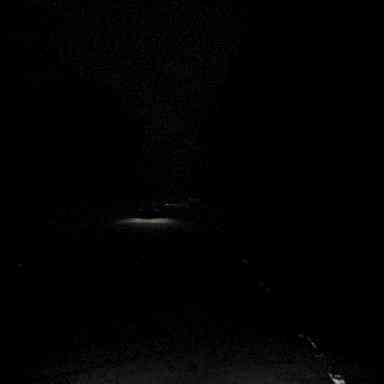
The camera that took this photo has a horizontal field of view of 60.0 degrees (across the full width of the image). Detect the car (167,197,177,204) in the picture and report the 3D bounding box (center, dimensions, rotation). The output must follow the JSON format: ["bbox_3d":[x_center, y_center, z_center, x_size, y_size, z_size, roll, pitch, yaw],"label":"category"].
[{"bbox_3d":[-4.426,1.873,72.677,1.837,1.490,4.892,0,-1,-1],"label":"car"}]

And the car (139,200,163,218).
[{"bbox_3d":[-3.781,1.546,31.212,1.882,1.535,5.008,0,0,-1],"label":"car"}]

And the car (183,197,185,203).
[{"bbox_3d":[-1.217,1.952,83.909,2.128,1.511,4.902,0,-1,-2],"label":"car"}]

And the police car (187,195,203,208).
[{"bbox_3d":[0.595,1.602,50.589,1.930,1.638,5.238,0,0,-1],"label":"police car"}]
